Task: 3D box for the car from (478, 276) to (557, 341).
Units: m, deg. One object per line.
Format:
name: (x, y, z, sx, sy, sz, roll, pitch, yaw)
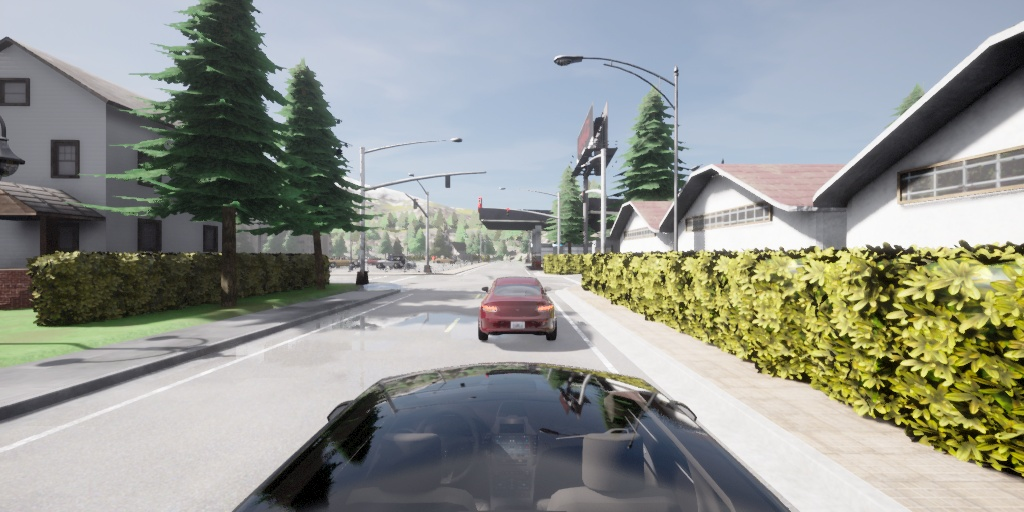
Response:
car: (0.128, 1.276, 9.778, 1.812, 1.442, 4.674, 0, 0, 0)
